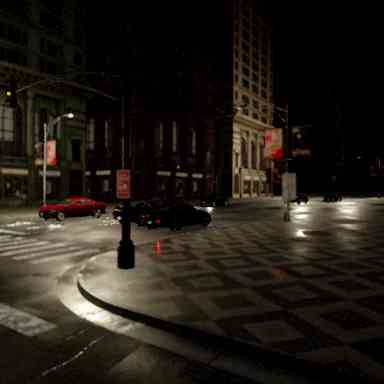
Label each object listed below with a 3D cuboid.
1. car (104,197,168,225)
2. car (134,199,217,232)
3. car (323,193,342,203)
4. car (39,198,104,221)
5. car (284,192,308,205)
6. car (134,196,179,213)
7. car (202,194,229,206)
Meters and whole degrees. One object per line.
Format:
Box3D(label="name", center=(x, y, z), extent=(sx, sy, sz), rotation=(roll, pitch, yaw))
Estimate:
Box3D(label="car", center=(-2.810, 1.252, 21.225), extent=(2.128, 1.511, 4.902), rotation=(0, 1, 35))
Box3D(label="car", center=(-0.780, 1.320, 18.471), extent=(1.812, 1.442, 4.674), rotation=(0, 1, 35))
Box3D(label="car", center=(20.423, 0.857, 48.268), extent=(1.812, 1.442, 4.674), rotation=(0, 1, 35))
Box3D(label="car", center=(-8.707, 1.207, 24.493), extent=(1.882, 1.535, 5.008), rotation=(0, 1, 35))
Box3D(label="car", center=(14.256, 0.739, 45.283), extent=(2.097, 1.767, 4.553), rotation=(0, 1, 36))
Box3D(label="car", center=(-3.334, 1.175, 32.038), extent=(1.994, 1.385, 4.181), rotation=(0, 1, 36))
Box3D(label="car", center=(2.709, 0.985, 40.516), extent=(1.837, 1.490, 4.892), rotation=(0, 1, 36))
